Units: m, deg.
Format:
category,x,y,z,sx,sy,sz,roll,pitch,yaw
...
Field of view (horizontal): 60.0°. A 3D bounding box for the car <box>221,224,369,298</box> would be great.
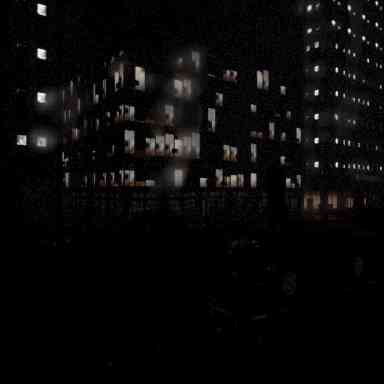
category,x,y,z,sx,sy,sz,roll,pitch,yaw
car,2.760,1.545,8.516,4.507,1.381,1.887,0,0,-35
